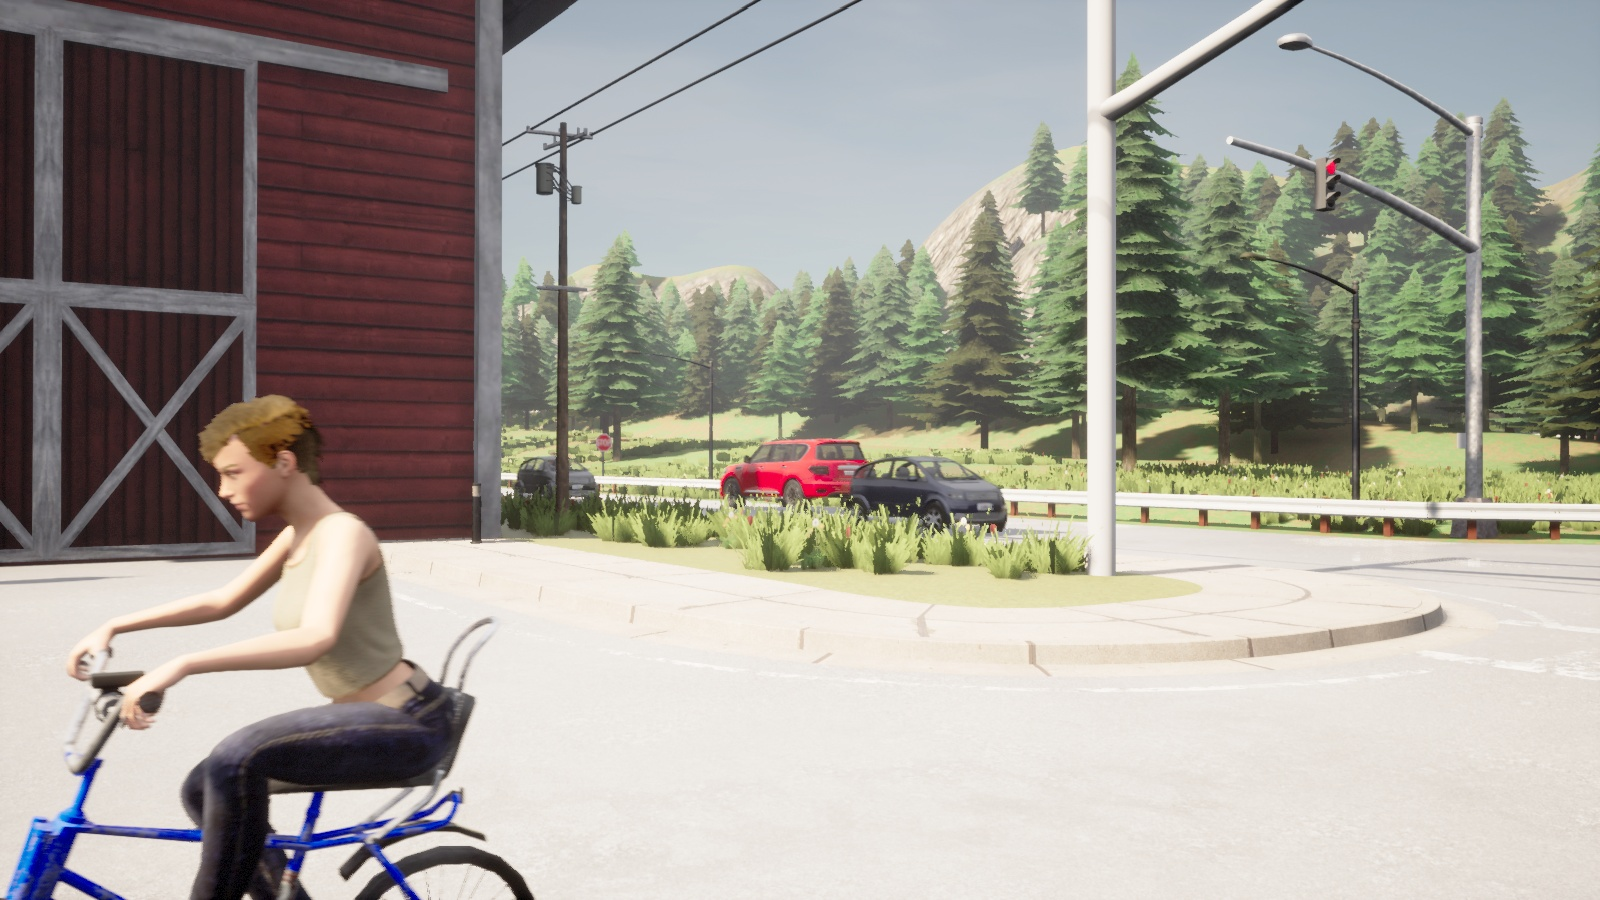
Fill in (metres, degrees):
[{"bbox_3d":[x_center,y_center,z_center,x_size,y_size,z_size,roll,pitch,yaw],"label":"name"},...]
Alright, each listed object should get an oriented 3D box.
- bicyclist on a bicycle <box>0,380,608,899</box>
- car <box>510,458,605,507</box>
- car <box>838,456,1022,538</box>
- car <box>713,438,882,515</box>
[{"bbox_3d":[-1.300,0.688,2.752,1.509,1.612,0.866,0,0,-35],"label":"bicyclist on a bicycle"},{"bbox_3d":[-8.087,1.034,41.734,1.789,1.549,3.705,0,0,-34],"label":"car"},{"bbox_3d":[2.598,0.907,25.782,1.789,1.549,3.705,0,0,-34],"label":"car"},{"bbox_3d":[-0.181,0.719,36.220,2.150,2.045,5.566,0,0,-34],"label":"car"}]
